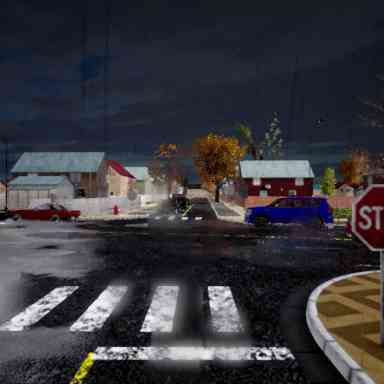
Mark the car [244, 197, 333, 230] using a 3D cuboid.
[{"bbox_3d":[6.256,1.339,21.790,5.566,2.045,2.150,1,-1,7],"label":"car"}]

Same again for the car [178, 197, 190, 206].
[{"bbox_3d":[-1.338,1.594,58.177,1.812,1.442,4.674,0,0,2],"label":"car"}]

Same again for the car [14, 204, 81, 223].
[{"bbox_3d":[-10.676,1.540,24.122,4.718,1.301,1.895,1,0,8],"label":"car"}]

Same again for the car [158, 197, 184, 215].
[{"bbox_3d":[-2.324,1.529,34.593,1.837,1.490,4.892,0,0,4],"label":"car"}]

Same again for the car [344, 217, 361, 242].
[{"bbox_3d":[9.303,1.461,14.596,4.553,1.767,2.097,1,0,8],"label":"car"}]

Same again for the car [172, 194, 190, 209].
[{"bbox_3d":[-1.837,1.262,45.449,2.150,2.045,5.566,0,0,2],"label":"car"}]

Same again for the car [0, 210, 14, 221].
[{"bbox_3d":[-14.438,1.480,21.365,4.718,1.301,1.895,1,0,8],"label":"car"}]
